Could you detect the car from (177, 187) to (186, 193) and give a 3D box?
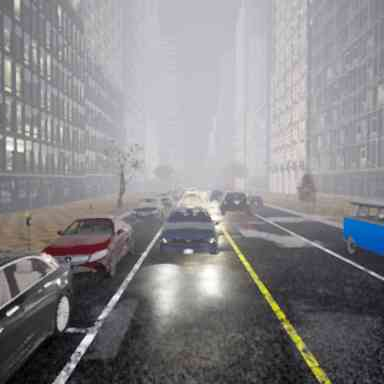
[{"bbox_3d":[-2.593,-0.610,83.150,2.008,1.369,4.403,0,1,0],"label":"car"}]

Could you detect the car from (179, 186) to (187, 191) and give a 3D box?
[{"bbox_3d":[-2.579,-1.018,94.511,1.967,1.590,4.097,0,1,0],"label":"car"}]

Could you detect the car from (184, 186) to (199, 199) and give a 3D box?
[{"bbox_3d":[0.065,0.154,51.008,1.882,1.535,5.008,0,1,0],"label":"car"}]

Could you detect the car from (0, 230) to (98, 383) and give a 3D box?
[{"bbox_3d":[-2.694,1.452,3.606,2.008,1.369,4.403,0,1,0],"label":"car"}]

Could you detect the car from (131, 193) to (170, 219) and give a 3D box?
[{"bbox_3d":[-2.672,1.012,20.651,2.008,1.369,4.403,0,1,0],"label":"car"}]

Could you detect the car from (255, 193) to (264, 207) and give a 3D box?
[{"bbox_3d":[5.723,0.722,32.004,2.008,1.369,4.403,-1,1,0],"label":"car"}]

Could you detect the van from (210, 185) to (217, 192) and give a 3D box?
[{"bbox_3d":[5.793,-0.964,88.816,1.690,1.788,3.998,-1,1,0],"label":"van"}]

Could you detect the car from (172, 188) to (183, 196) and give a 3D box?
[{"bbox_3d":[-2.622,-0.040,60.253,1.752,1.417,4.829,0,1,0],"label":"car"}]

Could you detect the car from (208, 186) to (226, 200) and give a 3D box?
[{"bbox_3d":[3.114,0.428,41.600,1.837,1.490,4.892,0,2,0],"label":"car"}]

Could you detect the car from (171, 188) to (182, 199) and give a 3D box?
[{"bbox_3d":[-2.643,0.454,43.379,1.802,1.307,4.206,0,1,0],"label":"car"}]

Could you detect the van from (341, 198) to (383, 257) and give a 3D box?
[{"bbox_3d":[5.693,1.101,9.272,1.690,1.788,3.998,-1,1,0],"label":"van"}]

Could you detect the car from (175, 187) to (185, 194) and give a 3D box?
[{"bbox_3d":[-2.607,-0.299,71.787,1.947,1.339,4.313,0,1,0],"label":"car"}]

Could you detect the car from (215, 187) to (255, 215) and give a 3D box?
[{"bbox_3d":[3.080,0.707,24.839,2.097,1.767,4.553,0,1,1],"label":"car"}]

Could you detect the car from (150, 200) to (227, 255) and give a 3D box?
[{"bbox_3d":[-0.078,1.229,12.104,2.033,1.411,5.357,0,2,1],"label":"car"}]

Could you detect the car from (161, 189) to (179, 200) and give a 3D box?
[{"bbox_3d":[-2.657,0.718,32.014,2.008,1.369,4.403,0,1,0],"label":"car"}]

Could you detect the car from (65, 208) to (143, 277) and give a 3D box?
[{"bbox_3d":[-2.686,1.337,9.289,1.802,1.307,4.206,0,1,0],"label":"car"}]

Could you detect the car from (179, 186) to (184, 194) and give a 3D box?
[{"bbox_3d":[-2.637,0.165,49.057,1.967,1.590,4.097,0,1,0],"label":"car"}]
